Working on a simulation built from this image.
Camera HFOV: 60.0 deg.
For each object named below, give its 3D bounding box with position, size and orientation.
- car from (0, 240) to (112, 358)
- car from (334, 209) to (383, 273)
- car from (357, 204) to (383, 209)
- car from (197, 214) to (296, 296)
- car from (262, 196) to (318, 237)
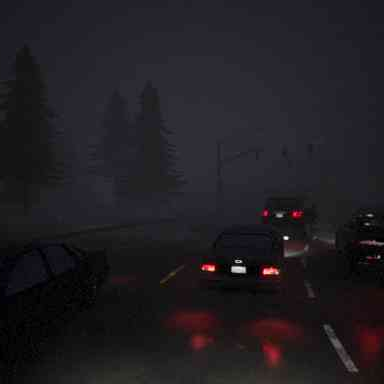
[{"bbox_3d":[-3.054,1.549,5.305,2.033,1.411,5.357,0,0,9],"label":"car"},{"bbox_3d":[5.642,1.490,10.327,2.128,1.511,4.902,0,0,18],"label":"car"},{"bbox_3d":[10.743,1.505,19.717,1.837,1.490,4.892,0,0,35],"label":"car"},{"bbox_3d":[1.540,1.548,8.858,2.033,1.411,5.357,0,0,15],"label":"car"},{"bbox_3d":[5.476,1.222,18.307,2.150,2.045,5.566,0,0,28],"label":"car"}]
